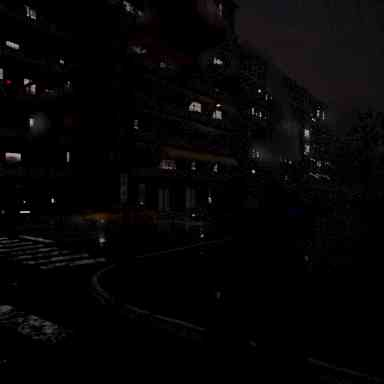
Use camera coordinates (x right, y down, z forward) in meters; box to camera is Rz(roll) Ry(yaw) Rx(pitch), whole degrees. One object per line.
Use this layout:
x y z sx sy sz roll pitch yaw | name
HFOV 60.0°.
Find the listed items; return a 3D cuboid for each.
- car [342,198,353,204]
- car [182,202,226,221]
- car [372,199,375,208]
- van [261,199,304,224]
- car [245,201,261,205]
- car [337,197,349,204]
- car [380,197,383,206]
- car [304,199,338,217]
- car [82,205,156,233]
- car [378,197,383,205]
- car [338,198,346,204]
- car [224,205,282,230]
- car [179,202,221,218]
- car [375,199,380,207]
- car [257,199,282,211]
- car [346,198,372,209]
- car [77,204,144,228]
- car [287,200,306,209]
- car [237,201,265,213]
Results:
40.200 2.220 85.912 1.752 1.417 4.829 1 0 36 | car
1.552 1.696 29.175 1.837 1.490 4.892 1 0 36 | car
30.609 2.202 58.806 1.802 1.307 4.206 1 0 36 | car
7.612 1.647 27.641 1.690 1.788 3.998 1 0 36 | van
7.466 1.750 37.178 1.882 1.535 5.008 1 0 37 | car
37.016 2.093 81.598 1.967 1.590 4.097 1 0 36 | car
37.181 2.251 67.710 1.887 1.381 4.507 1 0 36 | car
14.183 1.837 36.546 1.967 1.590 4.097 1 0 36 | car
-4.412 1.585 21.107 1.882 1.535 5.008 1 0 37 | car
47.041 2.150 81.068 2.192 1.841 5.009 1 0 36 | car
33.729 2.176 77.145 1.947 1.339 4.313 1 0 36 | car
4.324 1.827 23.189 1.947 1.339 4.313 1 0 36 | car
0.873 1.712 32.623 1.887 1.381 4.507 1 0 36 | car
33.896 2.104 63.259 1.967 1.590 4.097 1 0 36 | car
10.731 1.743 45.980 1.967 1.590 4.097 1 0 36 | car
27.327 1.891 54.355 2.192 1.841 5.009 1 0 36 | car
-5.699 1.626 23.719 2.008 1.369 4.403 1 0 36 | car
17.301 1.974 54.885 1.802 1.307 4.206 1 0 36 | car
7.444 1.840 41.528 1.802 1.307 4.206 1 0 36 | car
